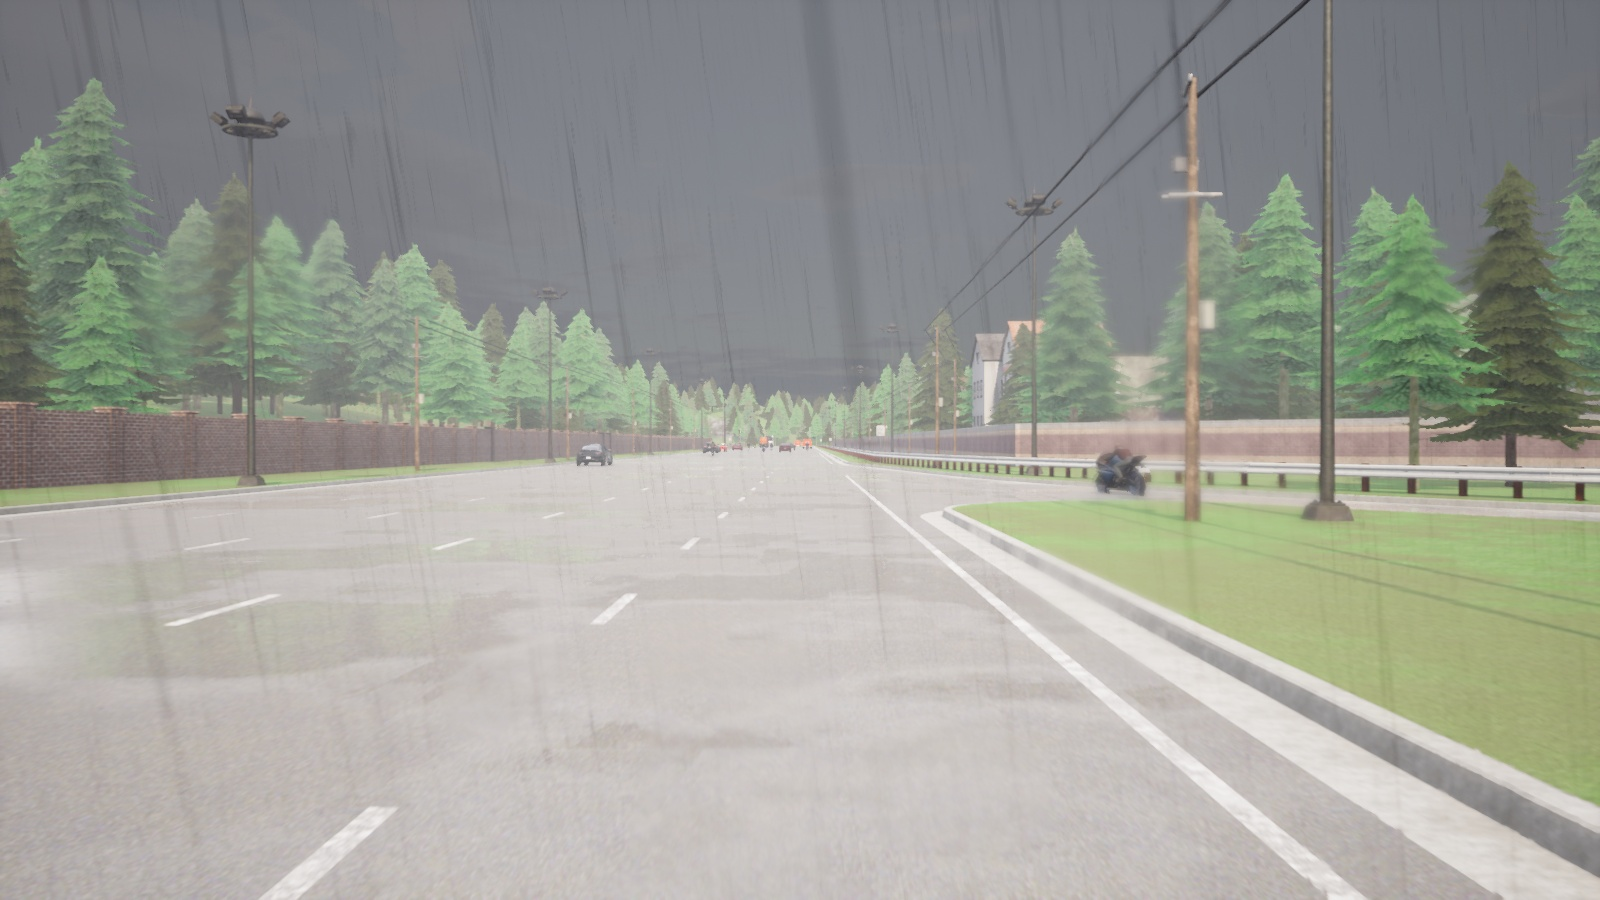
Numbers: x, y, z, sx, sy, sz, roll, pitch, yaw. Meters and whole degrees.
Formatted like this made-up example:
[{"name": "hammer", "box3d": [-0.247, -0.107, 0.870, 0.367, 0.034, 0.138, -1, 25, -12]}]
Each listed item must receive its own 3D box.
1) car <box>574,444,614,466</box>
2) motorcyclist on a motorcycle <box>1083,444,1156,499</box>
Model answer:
[{"name": "car", "box3d": [-13.514, 0.296, 82.634, 1.812, 1.442, 4.674, 0, 0, 0]}, {"name": "motorcyclist on a motorcycle", "box3d": [9.095, 0.587, 35.807, 0.866, 1.530, 2.191, 0, 0, -23]}]
